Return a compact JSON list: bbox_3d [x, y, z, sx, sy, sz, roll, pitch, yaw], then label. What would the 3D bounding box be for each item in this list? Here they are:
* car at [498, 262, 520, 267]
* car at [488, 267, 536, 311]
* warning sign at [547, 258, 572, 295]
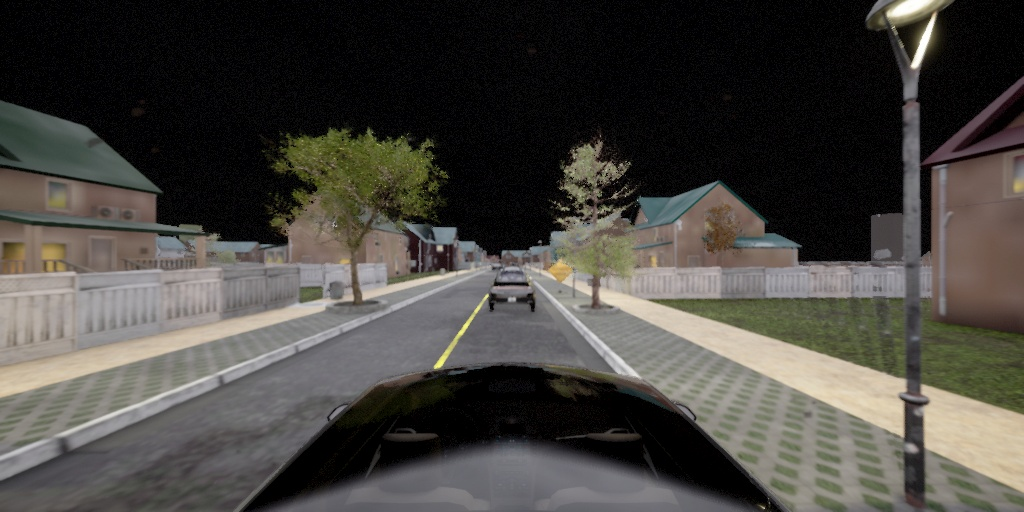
[{"bbox_3d":[0.023,1.554,31.090,1.882,1.535,5.008,0,0,0],"label":"car"},{"bbox_3d":[0.016,1.387,15.358,2.128,1.511,4.902,0,0,0],"label":"car"},{"bbox_3d":[2.517,1.048,18.837,1.300,1.860,1.060,0,0,0],"label":"warning sign"}]
